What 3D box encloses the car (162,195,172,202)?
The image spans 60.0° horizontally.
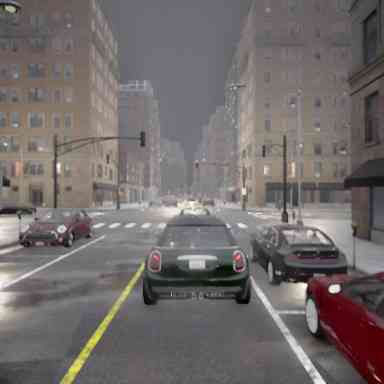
[{"bbox_3d":[-6.063,1.615,80.612,1.967,1.590,4.097,0,0,0],"label":"car"}]

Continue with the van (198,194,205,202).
[{"bbox_3d":[2.423,1.541,86.173,1.690,1.788,3.998,0,0,0],"label":"van"}]

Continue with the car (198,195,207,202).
[{"bbox_3d":[2.462,1.616,80.664,1.967,1.590,4.097,0,0,0],"label":"car"}]

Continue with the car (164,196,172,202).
[{"bbox_3d":[-6.104,1.781,86.119,1.802,1.307,4.206,0,0,0],"label":"car"}]

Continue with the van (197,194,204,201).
[{"bbox_3d":[2.383,1.567,91.679,1.690,1.788,3.998,0,0,0],"label":"van"}]

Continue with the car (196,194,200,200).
[{"bbox_3d":[2.542,1.447,69.651,2.192,1.841,5.009,0,0,0],"label":"car"}]

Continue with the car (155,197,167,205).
[{"bbox_3d":[-5.944,1.658,64.088,1.887,1.381,4.507,0,0,0],"label":"car"}]

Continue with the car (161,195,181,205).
[{"bbox_3d":[-3.085,1.623,50.746,2.033,1.411,5.357,0,0,-1],"label":"car"}]

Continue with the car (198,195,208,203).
[{"bbox_3d":[2.501,1.593,75.158,1.967,1.590,4.097,0,0,0],"label":"car"}]

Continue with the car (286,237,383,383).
[{"bbox_3d":[2.684,1.548,3.711,1.887,1.381,4.507,0,0,0],"label":"car"}]

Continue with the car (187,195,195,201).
[{"bbox_3d":[-0.282,1.606,90.608,1.994,1.385,4.181,0,0,0],"label":"car"}]

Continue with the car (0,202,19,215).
[{"bbox_3d":[-16.899,1.551,30.743,4.718,1.301,1.895,0,-1,0],"label":"car"}]

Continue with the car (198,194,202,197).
[{"bbox_3d":[2.579,1.640,64.314,1.752,1.417,4.829,0,0,0],"label":"car"}]

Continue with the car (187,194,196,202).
[{"bbox_3d":[-0.209,1.763,80.632,1.895,1.301,4.718,0,0,0],"label":"car"}]

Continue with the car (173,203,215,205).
[{"bbox_3d":[0.134,1.508,15.902,2.128,1.511,4.902,0,0,0],"label":"car"}]

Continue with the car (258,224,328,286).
[{"bbox_3d":[2.696,1.560,9.203,2.008,1.369,4.403,0,0,0],"label":"car"}]

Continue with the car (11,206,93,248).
[{"bbox_3d":[-5.817,1.455,14.710,1.967,1.590,4.097,0,0,0],"label":"car"}]

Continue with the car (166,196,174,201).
[{"bbox_3d":[-6.144,1.792,91.627,1.947,1.339,4.313,0,0,0],"label":"car"}]

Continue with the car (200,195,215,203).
[{"bbox_3d":[2.660,1.627,53.130,1.887,1.381,4.507,0,0,0],"label":"car"}]

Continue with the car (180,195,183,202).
[{"bbox_3d":[-3.126,1.731,68.937,1.895,1.301,4.718,0,0,0],"label":"car"}]

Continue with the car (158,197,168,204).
[{"bbox_3d":[-5.985,1.714,69.595,1.802,1.307,4.206,0,0,0],"label":"car"}]

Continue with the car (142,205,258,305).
[{"bbox_3d":[0.072,1.360,8.264,2.097,1.767,4.553,0,0,-1],"label":"car"}]

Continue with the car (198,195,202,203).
[{"bbox_3d":[2.620,1.663,58.636,1.947,1.339,4.313,0,0,0],"label":"car"}]

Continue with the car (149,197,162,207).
[{"bbox_3d":[-5.865,1.632,53.072,2.008,1.369,4.403,0,0,0],"label":"car"}]
